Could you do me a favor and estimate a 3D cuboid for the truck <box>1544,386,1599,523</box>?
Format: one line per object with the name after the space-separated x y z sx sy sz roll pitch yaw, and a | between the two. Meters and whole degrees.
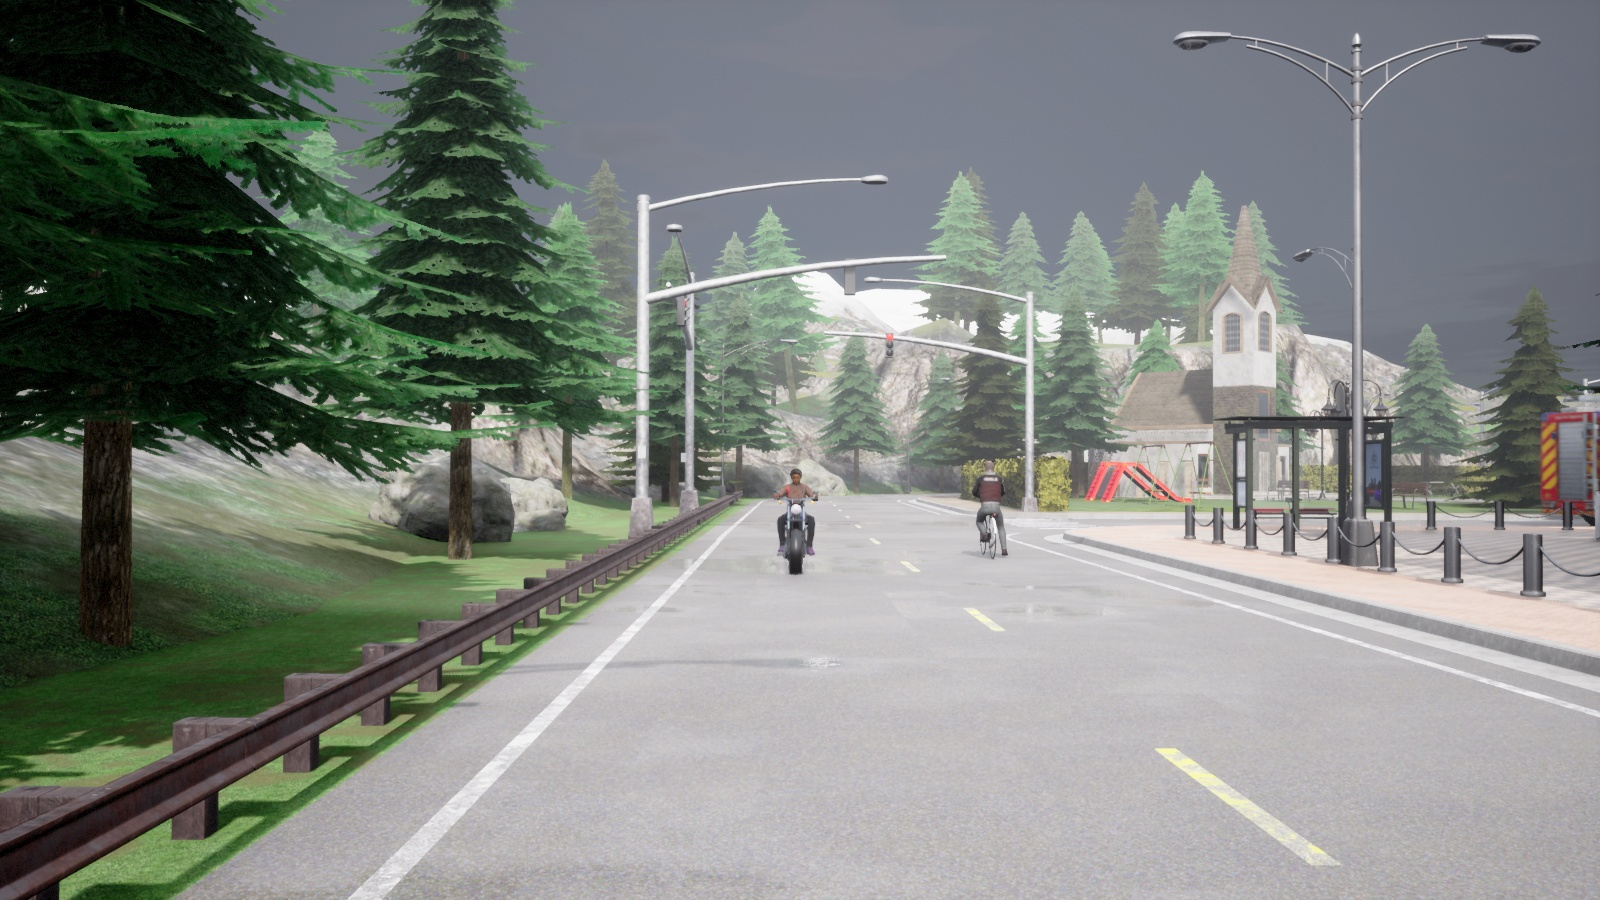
26.523 0.134 36.161 8.468 3.827 2.891 0 -1 -1 | truck

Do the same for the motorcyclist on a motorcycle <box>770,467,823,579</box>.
-0.053 1.095 19.703 0.766 1.649 2.350 0 -1 0 | motorcyclist on a motorcycle

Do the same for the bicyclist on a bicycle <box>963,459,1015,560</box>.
3.438 1.056 22.945 0.659 1.776 1.843 0 -1 0 | bicyclist on a bicycle
